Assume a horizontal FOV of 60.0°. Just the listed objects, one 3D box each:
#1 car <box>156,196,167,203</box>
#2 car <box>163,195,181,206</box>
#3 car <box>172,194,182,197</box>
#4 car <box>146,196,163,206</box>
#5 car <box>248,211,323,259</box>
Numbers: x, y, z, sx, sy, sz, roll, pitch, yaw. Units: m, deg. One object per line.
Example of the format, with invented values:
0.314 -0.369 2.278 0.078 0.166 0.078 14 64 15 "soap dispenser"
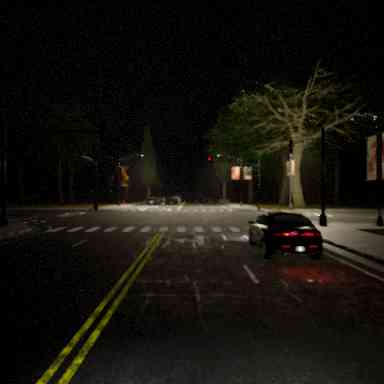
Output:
-6.683 1.615 72.539 1.882 1.535 5.008 0 0 0 "car"
-3.445 1.602 57.131 1.994 1.385 4.181 0 0 0 "car"
-3.432 1.360 72.140 2.150 2.045 5.566 0 0 0 "car"
-6.693 1.531 57.344 2.128 1.511 4.902 0 0 0 "car"
3.312 1.488 12.498 1.837 1.490 4.892 0 0 1 "car"
